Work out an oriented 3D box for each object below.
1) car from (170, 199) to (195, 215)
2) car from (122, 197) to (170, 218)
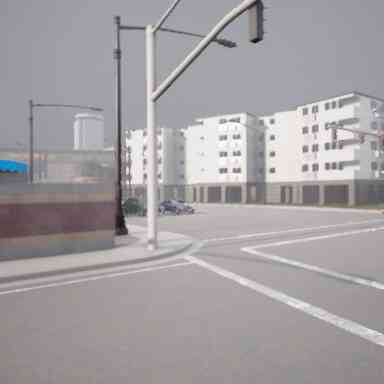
[{"bbox_3d":[-1.637,1.389,31.713,1.812,1.442,4.674,0,0,-38],"label":"car"},{"bbox_3d":[-4.355,1.245,29.466,2.097,1.767,4.553,-1,0,-38],"label":"car"}]
